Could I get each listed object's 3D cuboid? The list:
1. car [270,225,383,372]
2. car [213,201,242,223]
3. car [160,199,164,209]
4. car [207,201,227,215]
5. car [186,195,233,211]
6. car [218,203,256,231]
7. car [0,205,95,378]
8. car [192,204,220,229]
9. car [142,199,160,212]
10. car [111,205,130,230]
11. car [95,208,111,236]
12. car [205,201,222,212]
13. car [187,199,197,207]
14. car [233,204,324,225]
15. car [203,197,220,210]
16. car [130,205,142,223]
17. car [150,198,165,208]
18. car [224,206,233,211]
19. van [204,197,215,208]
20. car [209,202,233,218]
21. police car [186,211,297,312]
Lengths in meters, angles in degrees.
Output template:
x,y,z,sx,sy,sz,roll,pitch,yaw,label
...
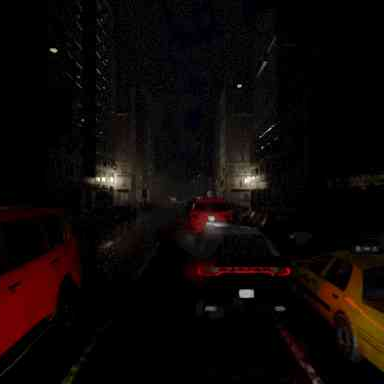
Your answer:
x,y,z,sx,sy,sz,roll,pitch,yaw,label
2.857,1.566,5.731,1.752,1.417,4.829,0,0,0,car
2.856,1.630,27.655,1.967,1.590,4.097,0,0,0,car
-5.670,1.908,49.742,1.947,1.339,4.313,0,0,0,car
2.856,1.817,38.701,2.008,1.369,4.403,0,0,0,car
0.899,1.347,17.973,2.150,2.045,5.566,0,0,0,car
2.857,1.593,22.132,1.967,1.590,4.097,0,0,0,car
-3.016,1.245,3.791,2.150,2.045,5.566,0,0,0,car
0.898,1.691,23.940,1.812,1.442,4.674,0,0,0,car
-5.670,1.886,44.217,1.802,1.307,4.206,0,0,0,car
-5.669,1.719,22.117,1.947,1.339,4.313,0,0,0,car
-5.669,1.660,16.592,1.887,1.381,4.507,0,0,0,car
2.856,1.870,44.225,1.947,1.339,4.313,0,0,0,car
-0.003,1.931,59.063,1.812,1.442,4.674,0,0,0,car
2.857,1.392,11.085,2.192,1.841,5.009,0,0,0,car
2.856,1.657,49.750,2.192,1.841,5.009,0,0,0,car
-5.669,1.757,27.642,1.947,1.339,4.313,0,0,0,car
-5.670,1.820,55.267,1.967,1.590,4.097,0,0,0,car
2.857,1.641,16.778,1.752,1.417,4.829,0,0,0,car
2.856,1.720,55.273,1.690,1.788,3.998,0,0,0,van
2.856,1.779,33.178,2.008,1.369,4.403,0,0,0,car
0.898,1.482,8.051,1.930,1.638,5.238,0,0,0,police car
